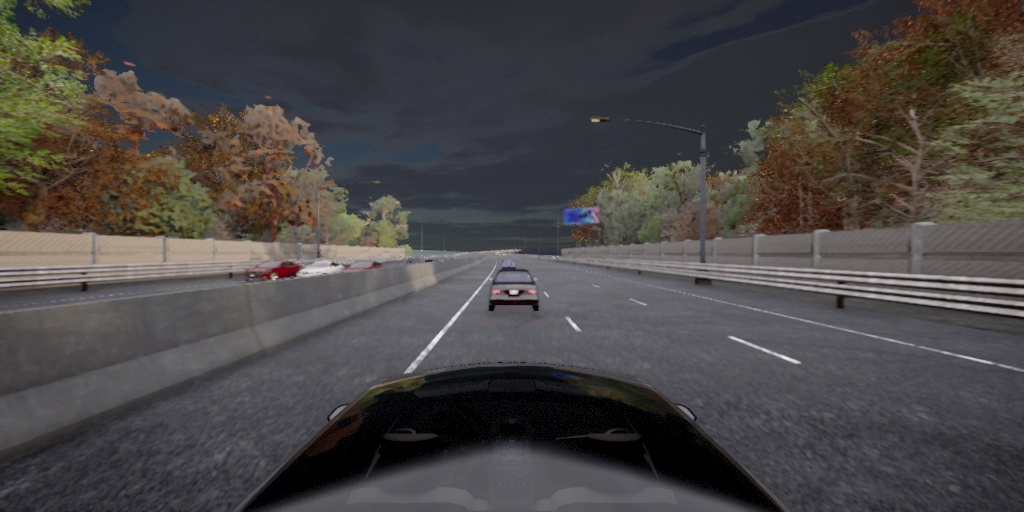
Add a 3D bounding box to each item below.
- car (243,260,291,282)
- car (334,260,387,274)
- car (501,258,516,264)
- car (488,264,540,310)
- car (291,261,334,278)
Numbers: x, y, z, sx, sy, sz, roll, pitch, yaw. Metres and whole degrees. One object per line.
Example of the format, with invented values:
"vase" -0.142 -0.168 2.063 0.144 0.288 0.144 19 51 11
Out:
"car" -17.782 1.047 27.006 1.882 1.535 5.008 0 0 -1
"car" -10.771 1.049 26.342 1.882 1.535 5.008 0 0 -1
"car" -0.422 0.979 43.908 2.033 1.411 5.357 0 0 -1
"car" 0.051 1.204 14.177 2.033 1.411 5.357 0 0 0
"car" -14.286 1.091 27.269 1.812 1.442 4.674 0 0 -1
